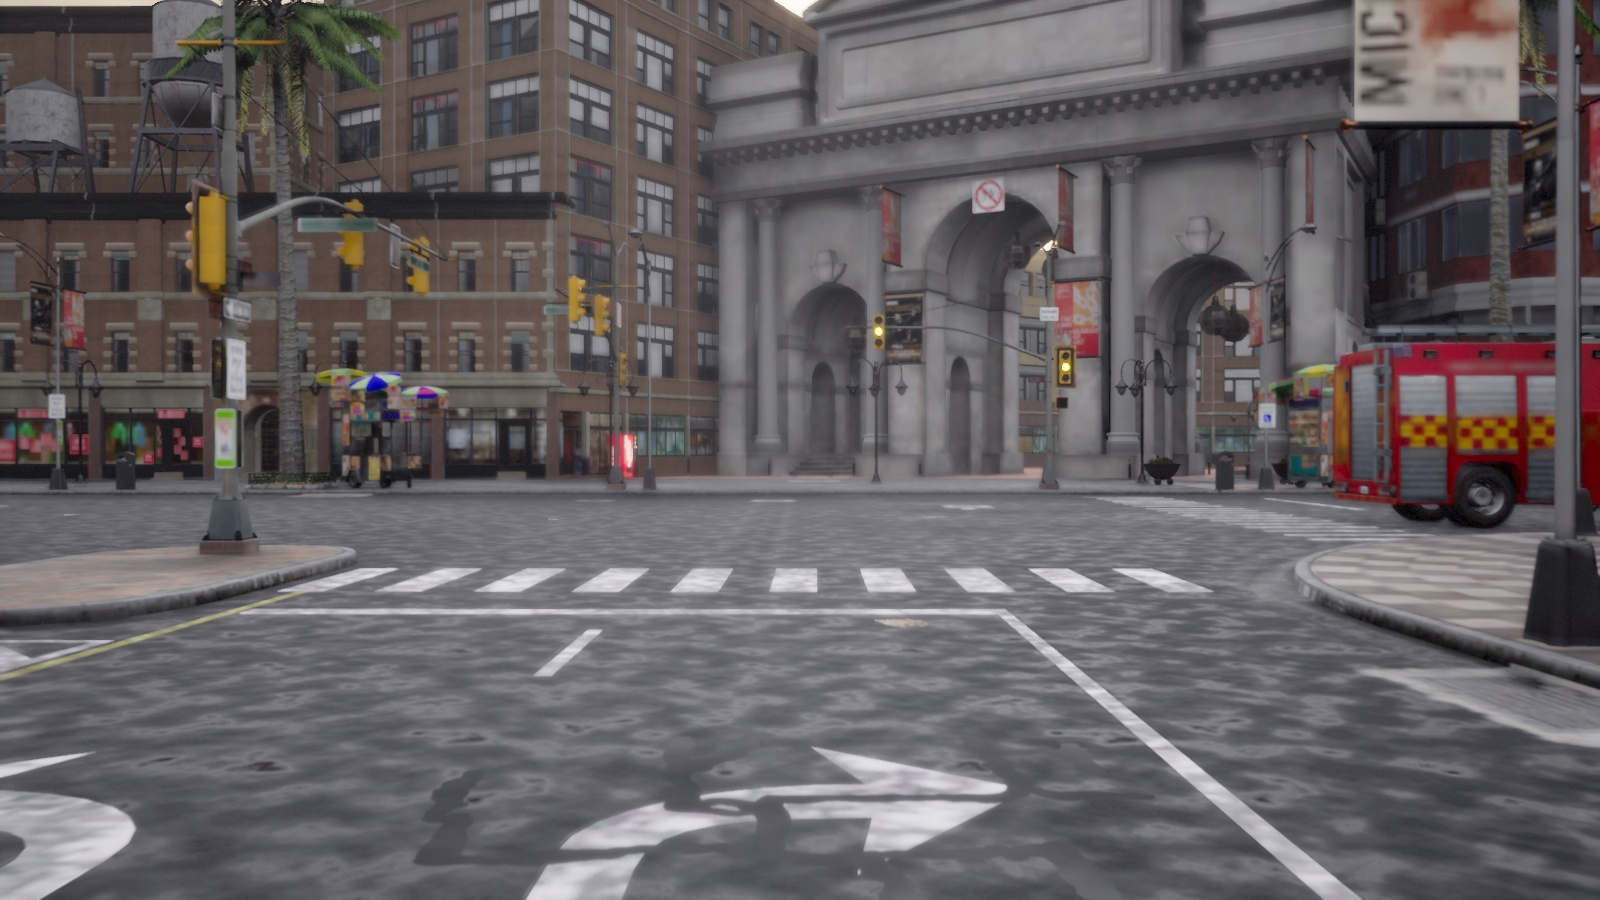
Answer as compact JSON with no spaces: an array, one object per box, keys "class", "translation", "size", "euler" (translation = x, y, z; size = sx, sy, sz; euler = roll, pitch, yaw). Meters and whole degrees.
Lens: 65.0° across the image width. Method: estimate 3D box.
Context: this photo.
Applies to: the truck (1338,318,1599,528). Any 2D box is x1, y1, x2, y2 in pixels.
[{"class":"truck","translation":[15.261,-0.498,24.285],"size":[8.468,3.827,2.891],"euler":[0,0,1]}]
